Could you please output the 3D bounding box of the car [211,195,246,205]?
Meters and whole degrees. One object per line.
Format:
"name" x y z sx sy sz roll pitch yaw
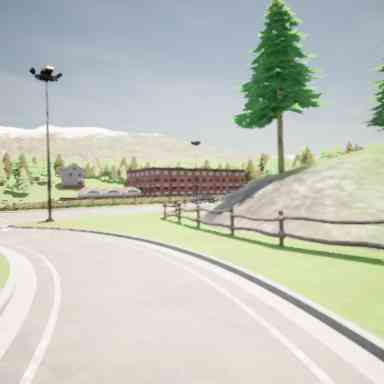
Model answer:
"car" 5.985 1.274 54.667 4.892 1.490 1.837 -2 0 -37

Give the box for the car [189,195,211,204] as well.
"car" 1.736 1.375 60.204 4.892 1.490 1.837 -2 0 -36
